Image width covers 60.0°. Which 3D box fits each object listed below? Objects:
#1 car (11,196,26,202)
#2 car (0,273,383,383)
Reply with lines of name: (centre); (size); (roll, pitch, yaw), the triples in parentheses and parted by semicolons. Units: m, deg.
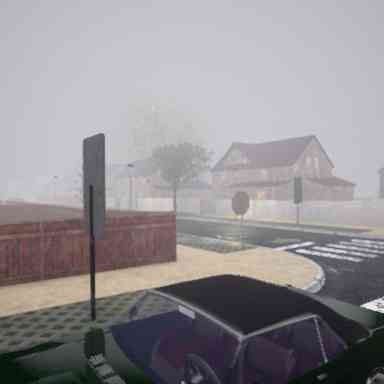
car: (-40.825, 1.944, 78.915); (1.994, 1.385, 4.181); (-1, 0, -37)
car: (0.062, 1.595, 2.991); (4.718, 1.301, 1.895); (0, 0, -35)
